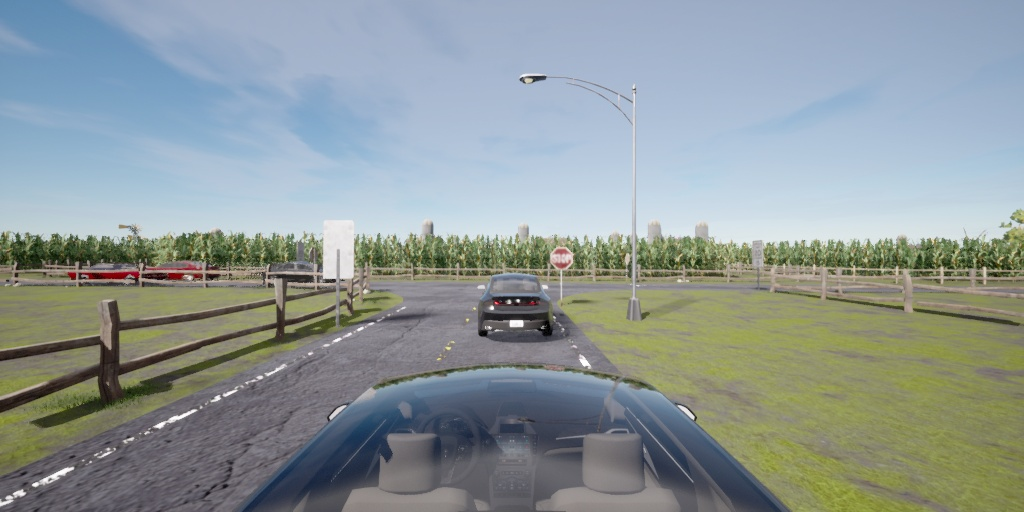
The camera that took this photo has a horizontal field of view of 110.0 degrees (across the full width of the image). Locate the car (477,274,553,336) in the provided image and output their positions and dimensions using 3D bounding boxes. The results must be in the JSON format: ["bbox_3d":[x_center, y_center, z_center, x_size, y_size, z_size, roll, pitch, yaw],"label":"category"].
[{"bbox_3d":[0.041,1.257,10.383,1.837,1.490,4.892,0,0,-1],"label":"car"}]

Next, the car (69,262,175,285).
[{"bbox_3d":[-25.229,1.165,23.172,4.718,1.301,1.895,0,-1,0],"label":"car"}]

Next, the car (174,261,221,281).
[{"bbox_3d":[-24.170,1.098,26.125,5.008,1.535,1.882,0,-1,0],"label":"car"}]

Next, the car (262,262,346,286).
[{"bbox_3d":[-13.312,1.149,23.138,4.892,1.490,1.837,0,-1,0],"label":"car"}]
